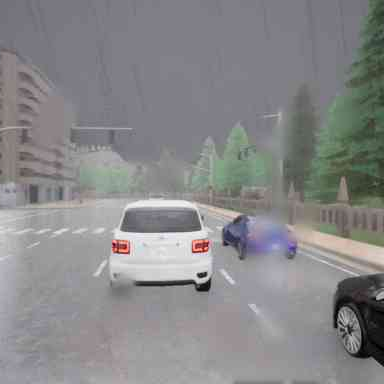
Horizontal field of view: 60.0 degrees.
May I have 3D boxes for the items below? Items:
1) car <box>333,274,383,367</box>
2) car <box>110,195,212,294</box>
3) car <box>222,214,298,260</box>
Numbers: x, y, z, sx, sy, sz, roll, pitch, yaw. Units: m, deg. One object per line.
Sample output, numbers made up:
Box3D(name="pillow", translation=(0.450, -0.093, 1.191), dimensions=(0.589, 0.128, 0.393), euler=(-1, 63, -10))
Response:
Box3D(name="car", translation=(3.120, 1.492, 3.135), dimensions=(2.128, 1.511, 4.902), euler=(0, 0, -3))
Box3D(name="car", translation=(-0.802, 1.221, 9.003), dimensions=(2.150, 2.045, 5.566), euler=(0, 0, -5))
Box3D(name="car", translation=(2.342, 1.526, 12.363), dimensions=(1.812, 1.442, 4.674), euler=(0, 0, -6))
